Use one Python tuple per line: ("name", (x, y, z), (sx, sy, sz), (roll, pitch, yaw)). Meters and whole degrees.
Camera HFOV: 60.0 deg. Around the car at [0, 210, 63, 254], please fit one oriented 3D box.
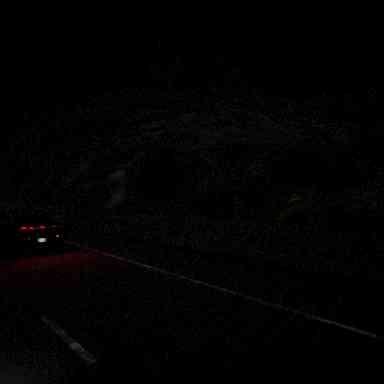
("car", (-6.838, 1.478, 13.522), (2.128, 1.511, 4.902), (-1, 1, -40))
